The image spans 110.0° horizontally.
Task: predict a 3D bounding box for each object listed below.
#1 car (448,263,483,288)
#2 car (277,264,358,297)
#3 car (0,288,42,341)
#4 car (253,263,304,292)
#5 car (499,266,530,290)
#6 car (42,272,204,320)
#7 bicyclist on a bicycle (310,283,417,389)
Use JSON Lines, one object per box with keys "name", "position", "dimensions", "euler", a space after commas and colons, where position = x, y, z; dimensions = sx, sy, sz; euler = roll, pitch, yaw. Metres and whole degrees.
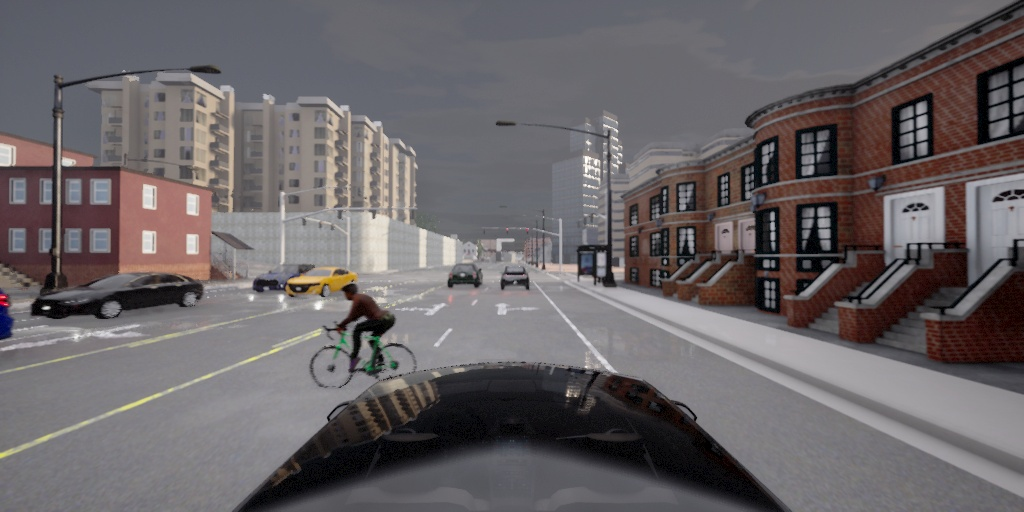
{"name": "car", "position": [-3.320, 1.312, 26.190], "dimensions": [2.097, 1.767, 4.553], "euler": [0, 0, 0]}
{"name": "car", "position": [-10.503, 1.386, 20.193], "dimensions": [1.882, 1.535, 5.008], "euler": [0, -1, 1]}
{"name": "car", "position": [-10.596, 0.996, 4.431], "dimensions": [2.150, 2.045, 5.566], "euler": [0, -1, 0]}
{"name": "car", "position": [-13.921, 1.279, 22.580], "dimensions": [2.097, 1.767, 4.553], "euler": [0, 0, 0]}
{"name": "car", "position": [0.191, 1.435, 24.282], "dimensions": [2.128, 1.511, 4.902], "euler": [0, -1, 0]}
{"name": "car", "position": [-14.050, 1.354, 13.255], "dimensions": [1.837, 1.490, 4.892], "euler": [0, -1, 0]}
{"name": "bicyclist on a bicycle", "position": [-2.299, 1.237, 5.502], "dimensions": [1.656, 1.620, 0.582], "euler": [-2, -1, 0]}
